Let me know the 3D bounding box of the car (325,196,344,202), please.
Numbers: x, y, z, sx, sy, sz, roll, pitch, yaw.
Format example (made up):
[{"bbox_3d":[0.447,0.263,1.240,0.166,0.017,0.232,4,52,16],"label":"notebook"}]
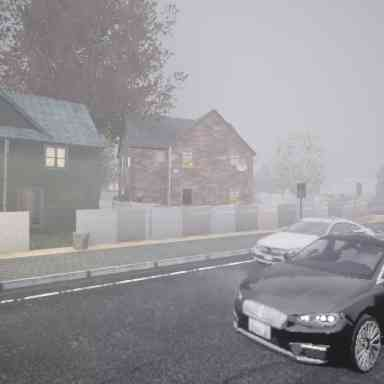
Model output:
[{"bbox_3d":[15.593,1.181,36.545,2.128,1.511,4.902,1,0,-20],"label":"car"}]

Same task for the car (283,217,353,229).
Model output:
[{"bbox_3d":[4.010,1.533,10.448,4.674,1.442,1.812,0,0,-35],"label":"car"}]

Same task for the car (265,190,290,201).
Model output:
[{"bbox_3d":[12.103,0.752,46.221,2.150,2.045,5.566,1,0,-20],"label":"car"}]

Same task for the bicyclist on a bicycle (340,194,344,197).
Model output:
[{"bbox_3d":[19.458,1.040,43.116,1.656,1.620,0.582,1,0,-20],"label":"bicyclist on a bicycle"}]

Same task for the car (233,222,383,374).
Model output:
[{"bbox_3d":[2.872,1.496,5.688,4.902,1.511,2.128,0,0,-35],"label":"car"}]

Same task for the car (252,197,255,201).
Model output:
[{"bbox_3d":[8.572,0.915,56.018,2.033,1.411,5.357,1,0,-19],"label":"car"}]
